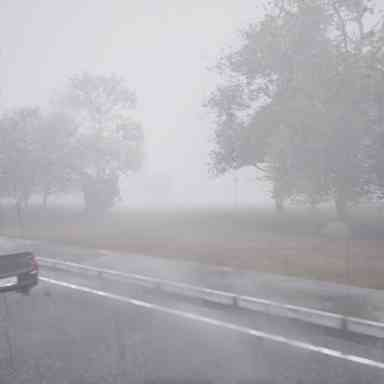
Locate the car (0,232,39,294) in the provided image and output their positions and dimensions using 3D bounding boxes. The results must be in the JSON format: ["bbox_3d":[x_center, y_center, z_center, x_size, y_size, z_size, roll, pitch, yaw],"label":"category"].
[{"bbox_3d":[-5.359,1.522,7.546,4.674,1.442,1.812,0,0,34],"label":"car"}]
